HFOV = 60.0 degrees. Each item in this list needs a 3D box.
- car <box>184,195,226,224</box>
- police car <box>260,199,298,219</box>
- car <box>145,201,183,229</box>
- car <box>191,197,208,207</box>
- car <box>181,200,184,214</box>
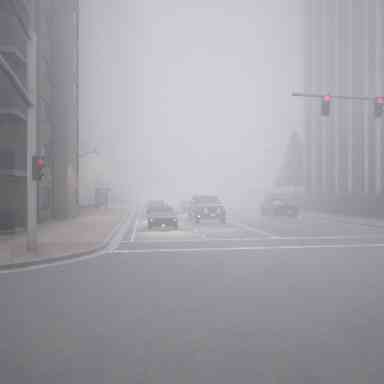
[{"bbox_3d":[1.023,1.221,25.369,2.150,2.045,5.566,0,0,-8],"label":"car"},{"bbox_3d":[7.593,1.425,29.628,1.930,1.638,5.238,0,0,-8],"label":"police car"},{"bbox_3d":[-2.022,1.547,21.870,2.033,1.411,5.357,0,0,-8],"label":"car"},{"bbox_3d":[1.097,1.564,51.038,1.994,1.385,4.181,0,0,-8],"label":"car"},{"bbox_3d":[-0.438,1.547,35.909,2.033,1.411,5.357,0,0,-8],"label":"car"}]
